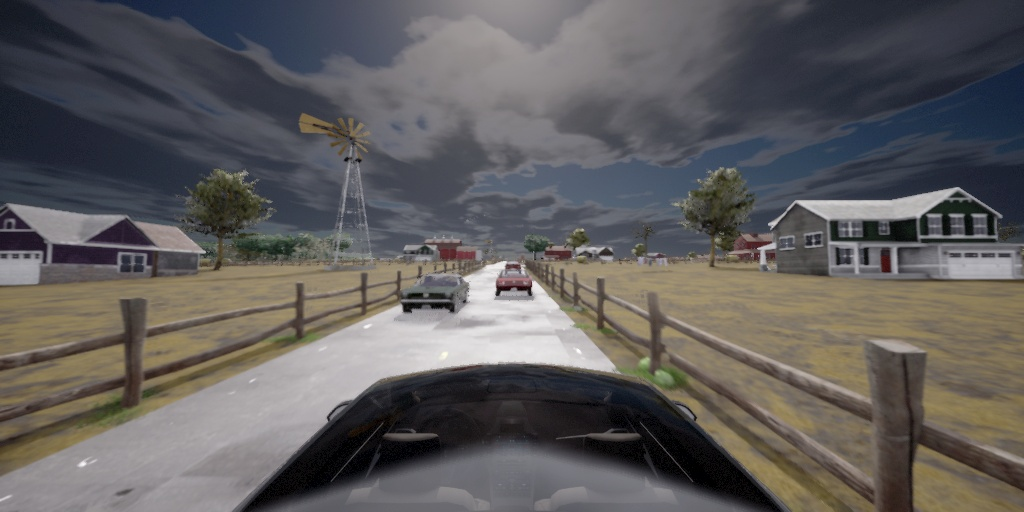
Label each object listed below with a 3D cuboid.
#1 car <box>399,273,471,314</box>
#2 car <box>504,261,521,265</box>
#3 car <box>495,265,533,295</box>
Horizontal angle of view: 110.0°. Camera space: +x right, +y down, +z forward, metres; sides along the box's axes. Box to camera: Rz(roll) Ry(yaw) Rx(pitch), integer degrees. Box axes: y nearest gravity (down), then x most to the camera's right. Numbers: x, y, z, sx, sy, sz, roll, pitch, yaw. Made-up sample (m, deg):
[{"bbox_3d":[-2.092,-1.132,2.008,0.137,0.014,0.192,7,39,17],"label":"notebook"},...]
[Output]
[{"bbox_3d":[-2.813,1.367,13.991,1.895,1.301,4.718,0,0,0],"label":"car"},{"bbox_3d":[0.112,1.280,42.633,1.882,1.535,5.008,0,0,0],"label":"car"},{"bbox_3d":[0.100,1.375,19.909,1.895,1.301,4.718,0,0,0],"label":"car"}]
